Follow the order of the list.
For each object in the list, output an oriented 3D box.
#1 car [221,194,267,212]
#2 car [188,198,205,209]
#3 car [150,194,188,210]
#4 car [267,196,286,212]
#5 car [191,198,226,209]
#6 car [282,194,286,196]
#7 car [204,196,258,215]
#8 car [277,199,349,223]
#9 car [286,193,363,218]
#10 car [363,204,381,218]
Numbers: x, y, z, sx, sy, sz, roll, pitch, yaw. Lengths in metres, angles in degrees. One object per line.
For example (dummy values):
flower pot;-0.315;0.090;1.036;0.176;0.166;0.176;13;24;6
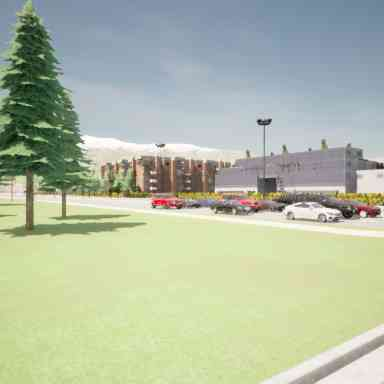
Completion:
car;5.257;1.221;37.450;2.150;2.045;5.566;0;0;-36
car;-0.928;1.547;45.940;2.033;1.411;5.357;0;0;-36
car;-3.365;1.224;43.346;2.150;2.045;5.566;0;0;-36
car;8.518;1.547;38.914;2.033;1.411;5.357;0;0;-36
car;2.296;1.547;47.458;2.033;1.411;5.357;0;0;-36
car;13.514;1.221;45.967;2.150;2.045;5.566;0;0;-36
car;3.832;1.492;33.467;2.128;1.511;4.902;0;0;-36
car;9.319;1.526;26.006;1.812;1.442;4.674;0;0;-35
car;11.415;1.221;29.029;2.150;2.045;5.566;0;0;-36
car;14.605;1.478;30.598;1.882;1.535;5.008;0;0;-36
